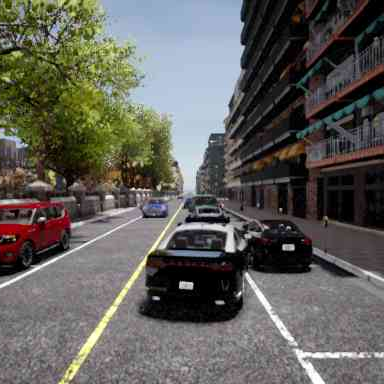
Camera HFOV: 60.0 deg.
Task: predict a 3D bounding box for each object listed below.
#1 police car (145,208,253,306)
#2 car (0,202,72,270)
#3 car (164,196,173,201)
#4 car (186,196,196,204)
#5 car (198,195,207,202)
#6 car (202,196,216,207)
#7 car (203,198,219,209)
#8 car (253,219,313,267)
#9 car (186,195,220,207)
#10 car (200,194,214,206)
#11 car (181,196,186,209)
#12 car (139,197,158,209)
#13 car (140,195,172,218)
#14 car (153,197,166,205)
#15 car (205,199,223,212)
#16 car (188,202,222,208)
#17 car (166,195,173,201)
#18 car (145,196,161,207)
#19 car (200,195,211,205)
[{"bbox_3d":[0.420,1.424,8.317,1.930,1.638,5.238,0,0,12],"label":"police car"},{"bbox_3d":[-5.726,1.313,11.235,2.192,1.841,5.009,0,0,0],"label":"car"},{"bbox_3d":[-6.010,1.602,84.426,2.008,1.369,4.403,0,0,0],"label":"car"},{"bbox_3d":[-0.235,1.551,62.935,1.812,1.442,4.674,0,0,0],"label":"car"},{"bbox_3d":[2.391,1.483,78.829,1.967,1.590,4.097,0,0,0],"label":"car"},{"bbox_3d":[2.501,1.455,50.678,1.967,1.590,4.097,0,0,0],"label":"car"},{"bbox_3d":[2.523,1.555,45.049,1.887,1.381,4.507,0,0,0],"label":"car"},{"bbox_3d":[2.654,1.564,11.268,1.947,1.339,4.313,0,0,0],"label":"car"},{"bbox_3d":[0.815,1.224,24.051,2.150,2.045,5.566,0,0,0],"label":"car"},{"bbox_3d":[2.478,1.334,56.308,2.192,1.841,5.009,0,0,0],"label":"car"},{"bbox_3d":[-0.138,1.488,46.137,1.882,1.535,5.008,0,0,0],"label":"car"},{"bbox_3d":[-5.858,1.450,45.016,1.967,1.590,4.097,0,0,0],"label":"car"},{"bbox_3d":[-3.201,1.353,30.091,2.097,1.767,4.553,0,0,0],"label":"car"},{"bbox_3d":[-5.923,1.575,61.906,2.008,1.369,4.403,0,0,0],"label":"car"},{"bbox_3d":[2.545,1.550,39.418,1.887,1.381,4.507,0,0,0],"label":"car"},{"bbox_3d":[0.839,1.503,18.020,1.837,1.490,4.892,0,0,0],"label":"car"},{"bbox_3d":[-6.032,1.586,89.887,1.752,1.417,4.829,0,0,0],"label":"car"},{"bbox_3d":[-5.880,1.455,50.644,1.967,1.590,4.097,0,0,0],"label":"car"},{"bbox_3d":[2.457,1.464,61.939,1.967,1.590,4.097,0,0,0],"label":"car"}]
